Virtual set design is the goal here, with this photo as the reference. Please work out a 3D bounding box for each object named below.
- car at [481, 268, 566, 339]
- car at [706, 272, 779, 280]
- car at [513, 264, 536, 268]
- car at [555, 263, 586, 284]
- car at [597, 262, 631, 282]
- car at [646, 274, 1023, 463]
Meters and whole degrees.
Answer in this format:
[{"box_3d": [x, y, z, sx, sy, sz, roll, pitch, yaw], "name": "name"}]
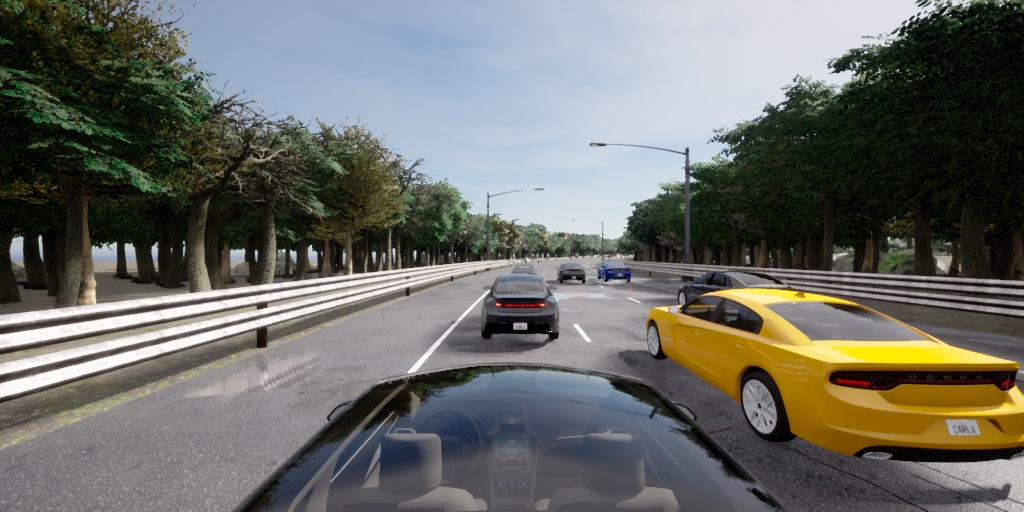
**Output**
[{"box_3d": [0.225, 1.255, 10.065, 1.837, 1.490, 4.892, 0, 0, 1], "name": "car"}, {"box_3d": [7.268, 1.255, 11.991, 1.837, 1.490, 4.892, 0, 0, 2], "name": "car"}, {"box_3d": [0.961, 1.317, 27.489, 1.994, 1.385, 4.181, 0, 0, 3], "name": "car"}, {"box_3d": [4.459, 1.257, 27.356, 1.837, 1.490, 4.892, 0, 0, 3], "name": "car"}, {"box_3d": [8.043, 1.230, 28.591, 1.882, 1.535, 5.008, 0, 0, 4], "name": "car"}, {"box_3d": [3.652, 1.227, 5.363, 1.882, 1.535, 5.008, 0, 0, 0], "name": "car"}]
